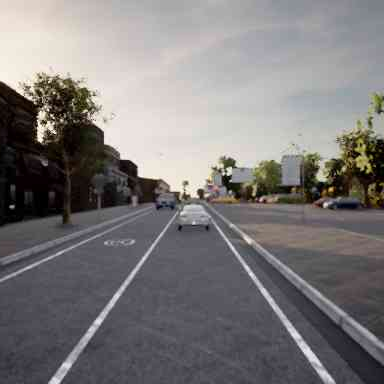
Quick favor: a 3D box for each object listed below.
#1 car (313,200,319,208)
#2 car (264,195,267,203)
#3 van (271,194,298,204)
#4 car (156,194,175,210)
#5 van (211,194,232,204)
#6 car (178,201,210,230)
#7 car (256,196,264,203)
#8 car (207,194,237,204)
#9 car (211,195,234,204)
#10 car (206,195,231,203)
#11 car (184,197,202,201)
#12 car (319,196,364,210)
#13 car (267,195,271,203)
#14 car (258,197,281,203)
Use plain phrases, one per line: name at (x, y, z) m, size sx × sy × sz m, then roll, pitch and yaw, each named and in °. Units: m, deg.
car at (18.698, 1.511, 44.571) m, size 4.674 × 1.452 × 2.002 m, roll 0°, pitch 0°, yaw 0°
car at (18.711, 1.719, 70.820) m, size 5.366 × 1.575 × 1.946 m, roll 0°, pitch -1°, yaw 0°
van at (18.450, 1.394, 65.368) m, size 4.442 × 1.987 × 1.878 m, roll 0°, pitch -1°, yaw 0°
car at (-3.320, 1.245, 42.651) m, size 2.150 × 2.045 × 5.566 m, roll 0°, pitch 0°, yaw 0°
van at (6.364, 1.517, 71.877) m, size 4.442 × 1.987 × 1.878 m, roll 0°, pitch -1°, yaw 0°
car at (0.105, 1.539, 21.331) m, size 1.812 × 1.442 × 4.674 m, roll 0°, pitch 0°, yaw 0°
car at (18.452, 1.605, 76.540) m, size 5.566 × 2.045 × 2.435 m, roll 0°, pitch -2°, yaw -1°
car at (6.110, 1.623, 65.916) m, size 5.366 × 1.575 × 1.946 m, roll 0°, pitch -1°, yaw 0°
car at (6.303, 1.552, 68.838) m, size 4.553 × 1.767 × 2.185 m, roll 0°, pitch -1°, yaw 0°
car at (6.222, 1.645, 78.067) m, size 5.566 × 2.045 × 2.435 m, roll 0°, pitch -1°, yaw -1°
car at (0.113, 1.373, 39.098) m, size 2.097 × 1.767 × 4.553 m, roll 0°, pitch 0°, yaw 0°
car at (18.768, 1.343, 41.401) m, size 4.553 × 1.767 × 2.185 m, roll 0°, pitch 0°, yaw 0°
car at (18.731, 1.666, 68.160) m, size 5.366 × 1.575 × 1.946 m, roll 0°, pitch -1°, yaw 0°
car at (18.440, 1.938, 79.325) m, size 4.892 × 1.521 × 2.231 m, roll 0°, pitch -2°, yaw -1°
